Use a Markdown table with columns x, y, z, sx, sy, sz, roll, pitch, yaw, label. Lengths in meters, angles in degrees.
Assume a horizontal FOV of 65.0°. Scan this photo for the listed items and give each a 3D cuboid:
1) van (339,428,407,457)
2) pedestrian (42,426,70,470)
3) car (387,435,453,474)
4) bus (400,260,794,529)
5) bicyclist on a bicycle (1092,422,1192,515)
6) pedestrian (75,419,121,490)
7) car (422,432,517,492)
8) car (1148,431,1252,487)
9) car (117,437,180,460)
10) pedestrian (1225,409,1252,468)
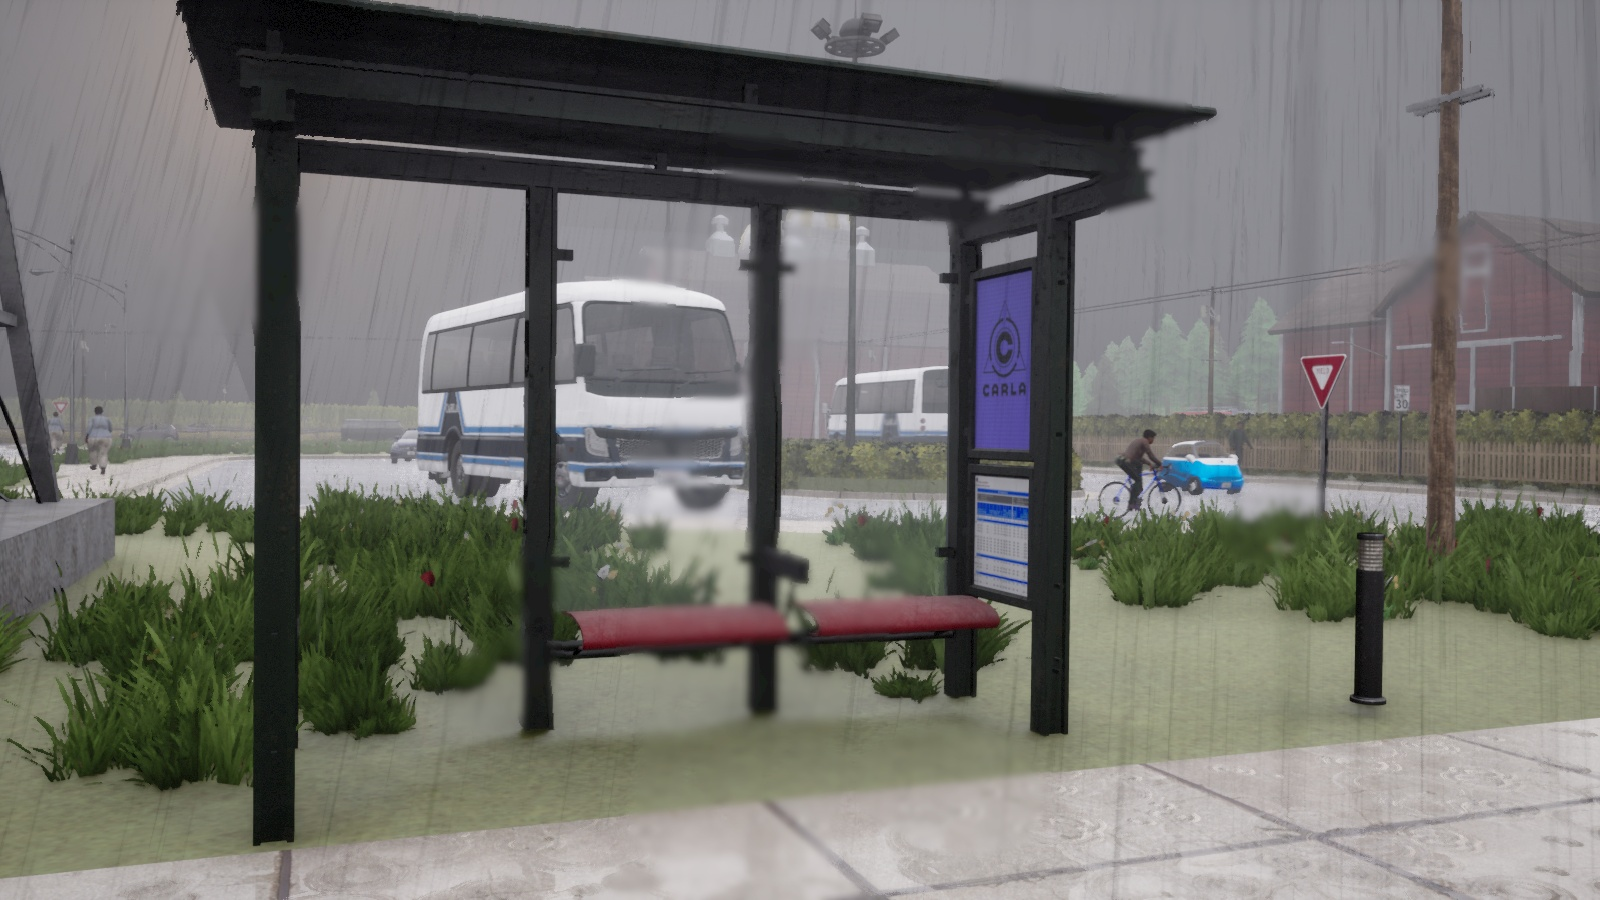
| x | y | z | sx | sy | sz | roll | pitch | yaw | label |
| --- | --- | --- | --- | --- | --- | --- | --- | --- | --- |
| -30.178 | -0.565 | 88.702 | 4.442 | 1.987 | 1.775 | -1 | 1 | -22 | van |
| -32.085 | -0.081 | 54.150 | 0.874 | 1.855 | 0.900 | -1 | 1 | -23 | pedestrian |
| -15.550 | 0.153 | 51.622 | 1.812 | 1.442 | 4.674 | -1 | 1 | -7 | car |
| -4.577 | -0.940 | 25.246 | 3.944 | 4.253 | 10.273 | -1 | 1 | -33 | bus |
| 6.125 | 0.319 | 22.532 | 1.656 | 1.620 | 0.582 | 0 | 1 | -14 | bicyclist on a bicycle |
| -18.637 | 0.114 | 33.331 | 0.874 | 1.855 | 0.900 | -1 | 1 | -42 | pedestrian |
| -9.166 | 0.281 | 34.615 | 2.007 | 1.525 | 4.514 | -1 | 1 | -21 | car |
| 10.254 | 0.217 | 32.282 | 1.481 | 1.376 | 2.207 | -1 | 1 | -21 | car |
| -44.951 | -0.113 | 86.722 | 3.633 | 1.501 | 1.845 | -1 | 1 | -21 | car |
| 14.571 | -0.383 | 41.749 | 0.423 | 1.949 | 0.788 | -1 | 1 | -20 | pedestrian |
